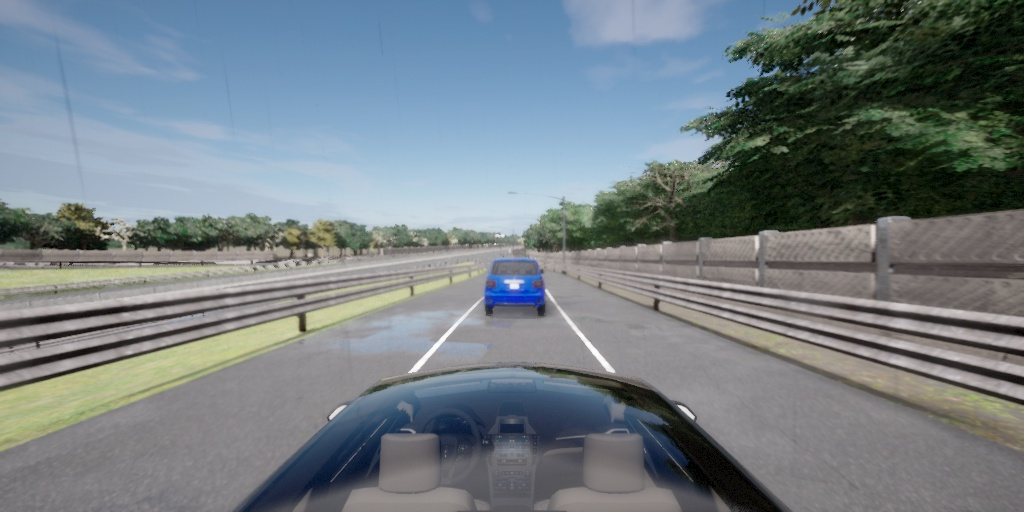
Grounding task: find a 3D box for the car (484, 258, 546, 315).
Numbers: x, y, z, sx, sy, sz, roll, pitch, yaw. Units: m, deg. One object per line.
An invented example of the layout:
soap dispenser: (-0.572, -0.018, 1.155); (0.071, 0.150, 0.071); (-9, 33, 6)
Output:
car: (0.162, 1.085, 14.326); (2.150, 2.045, 5.566); (0, 0, 2)
